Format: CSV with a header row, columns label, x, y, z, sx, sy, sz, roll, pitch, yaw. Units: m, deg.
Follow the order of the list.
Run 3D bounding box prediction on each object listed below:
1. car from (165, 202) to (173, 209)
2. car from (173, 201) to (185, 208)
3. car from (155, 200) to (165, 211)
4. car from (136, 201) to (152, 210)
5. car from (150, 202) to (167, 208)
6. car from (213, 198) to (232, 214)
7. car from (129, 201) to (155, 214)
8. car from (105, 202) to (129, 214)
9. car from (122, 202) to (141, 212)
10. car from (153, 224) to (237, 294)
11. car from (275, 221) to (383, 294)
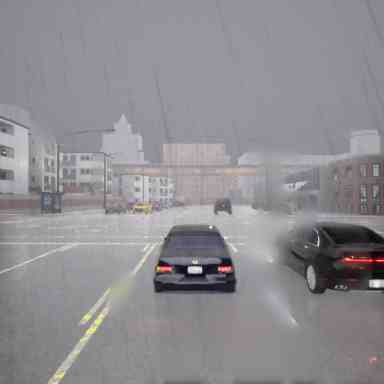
label,x,y,z,sx,sy,sz,roll,pitch,yaw
car,-5.394,2.639,63.592,1.895,1.301,4.718,0,-1,7
car,-3.173,2.740,73.551,1.837,1.490,4.892,0,-1,22
car,-6.144,2.189,53.686,2.097,1.767,4.553,0,-1,4
car,-8.989,2.522,62.568,1.837,1.490,4.892,0,-1,6
car,-7.251,2.817,72.618,1.895,1.301,4.718,0,-1,18
car,4.055,1.866,44.267,2.150,2.045,5.566,0,-1,2
car,-6.616,2.132,44.715,1.882,1.535,5.008,0,-1,3
car,-10.132,2.175,44.473,1.812,1.442,4.674,0,-1,3
car,-9.698,2.360,53.562,1.812,1.442,4.674,0,-1,5
car,0.059,1.590,9.026,2.033,1.411,5.357,0,0,0
car,3.584,1.546,8.874,1.837,1.490,4.892,0,0,0
